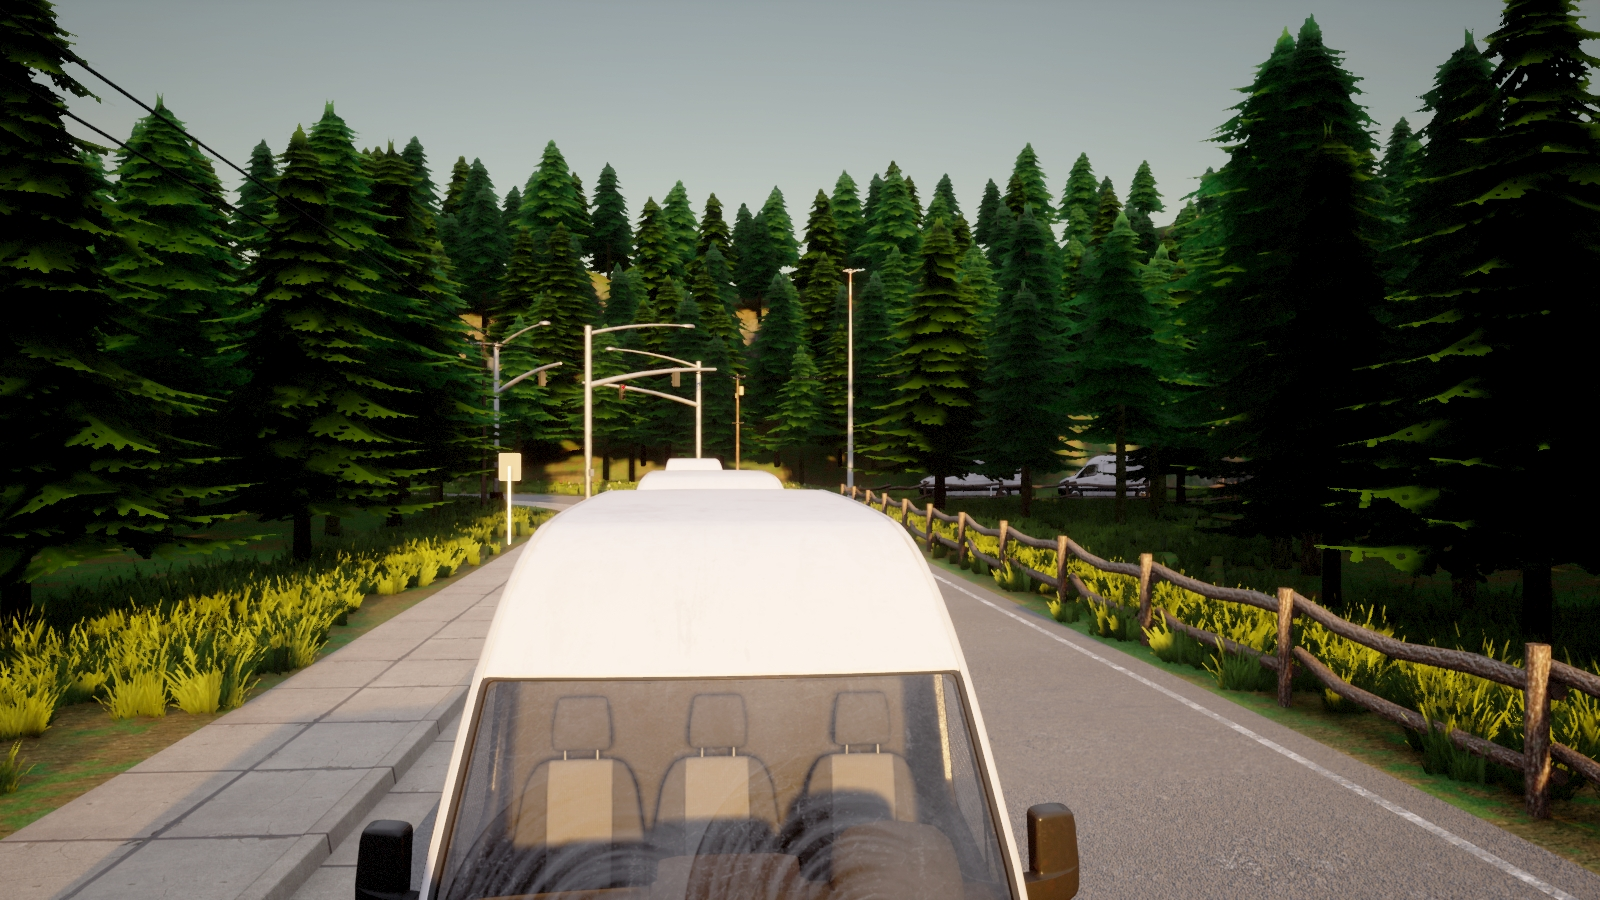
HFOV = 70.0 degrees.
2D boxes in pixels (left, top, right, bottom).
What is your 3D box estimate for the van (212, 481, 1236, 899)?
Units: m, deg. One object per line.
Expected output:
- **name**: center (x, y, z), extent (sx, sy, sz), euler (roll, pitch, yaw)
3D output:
- **van**: center (-0.350, 1.499, 5.170), extent (1.988, 2.561, 5.915), euler (0, 0, -5)
